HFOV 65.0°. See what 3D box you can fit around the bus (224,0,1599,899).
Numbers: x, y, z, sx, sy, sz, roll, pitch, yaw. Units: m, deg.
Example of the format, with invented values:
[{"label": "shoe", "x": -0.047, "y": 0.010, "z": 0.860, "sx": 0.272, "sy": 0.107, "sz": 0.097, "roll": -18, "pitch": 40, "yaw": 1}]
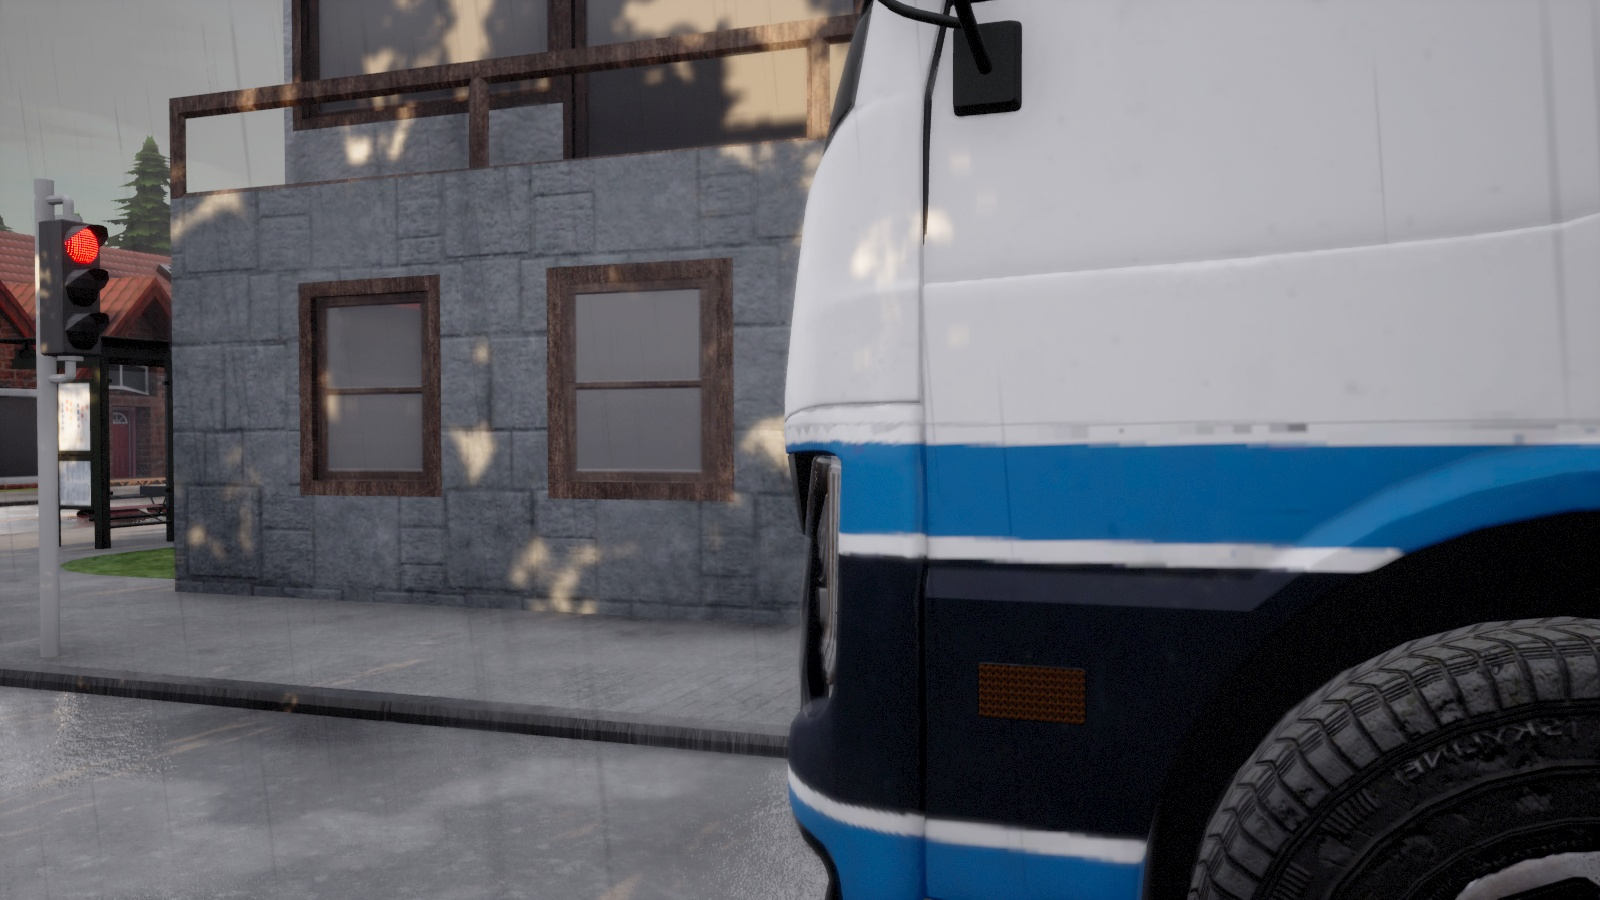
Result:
[{"label": "bus", "x": 4.544, "y": -0.567, "z": 2.134, "sx": 10.273, "sy": 4.253, "sz": 3.944, "roll": 1, "pitch": 1, "yaw": 21}]
